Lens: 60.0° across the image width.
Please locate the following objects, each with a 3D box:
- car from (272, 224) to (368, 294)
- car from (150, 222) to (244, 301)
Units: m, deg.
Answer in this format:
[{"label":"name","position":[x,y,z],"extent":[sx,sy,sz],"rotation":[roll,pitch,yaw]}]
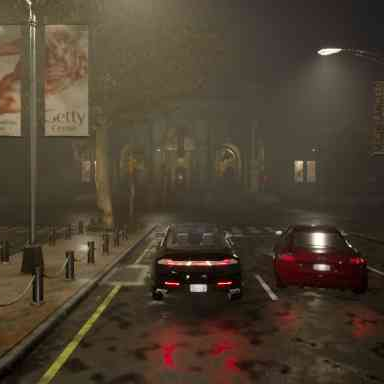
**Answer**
[{"label":"car","position":[3.248,1.564,8.981],"extent":[1.994,1.385,4.181],"rotation":[0,0,14]},{"label":"car","position":[0.077,1.492,8.327],"extent":[2.128,1.511,4.902],"rotation":[0,0,-1]}]
